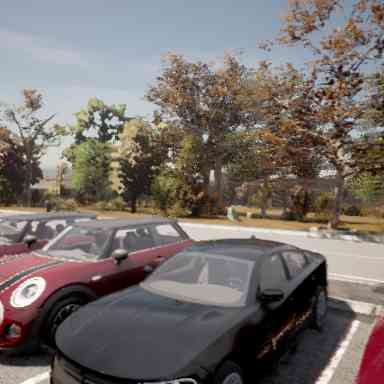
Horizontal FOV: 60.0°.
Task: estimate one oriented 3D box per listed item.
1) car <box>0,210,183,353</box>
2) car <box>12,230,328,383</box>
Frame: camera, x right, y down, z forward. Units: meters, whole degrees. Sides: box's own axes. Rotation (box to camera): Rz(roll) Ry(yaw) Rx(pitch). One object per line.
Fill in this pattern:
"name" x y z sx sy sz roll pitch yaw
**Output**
"car" -1.734 1.334 6.420 2.185 1.767 4.553 0 0 35
"car" 0.511 1.471 4.788 2.097 1.535 5.008 0 0 35
